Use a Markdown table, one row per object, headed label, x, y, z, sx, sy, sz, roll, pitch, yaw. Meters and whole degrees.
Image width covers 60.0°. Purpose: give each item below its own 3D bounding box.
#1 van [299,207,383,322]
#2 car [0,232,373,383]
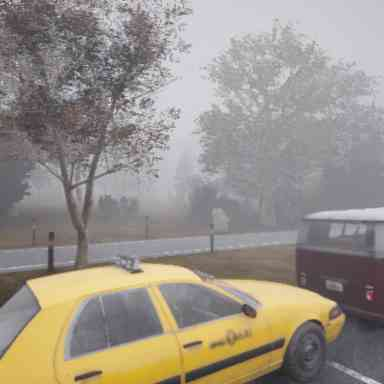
| label | x | y | z | sx | sy | sz | roll | pitch | yaw |
| --- | --- | --- | --- | --- | --- | --- | --- | --- | --- |
| van | 4.157 | 1.301 | 6.806 | 4.442 | 1.987 | 1.878 | 0 | -2 | -35 |
| car | -0.441 | 1.481 | 3.753 | 5.366 | 1.575 | 1.946 | 0 | -2 | -33 |
